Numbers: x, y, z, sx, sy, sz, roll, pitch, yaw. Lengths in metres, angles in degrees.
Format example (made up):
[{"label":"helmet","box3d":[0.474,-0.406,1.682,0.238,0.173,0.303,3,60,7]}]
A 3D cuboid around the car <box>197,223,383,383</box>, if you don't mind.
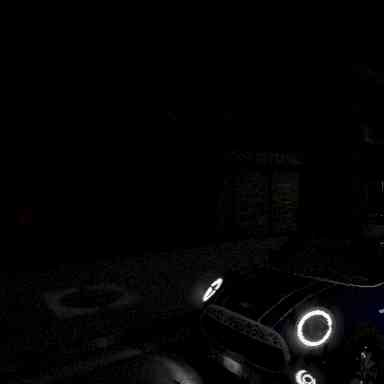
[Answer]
[{"label":"car","box3d":[2.275,1.323,5.002,4.553,1.767,2.097,0,0,-36]}]
